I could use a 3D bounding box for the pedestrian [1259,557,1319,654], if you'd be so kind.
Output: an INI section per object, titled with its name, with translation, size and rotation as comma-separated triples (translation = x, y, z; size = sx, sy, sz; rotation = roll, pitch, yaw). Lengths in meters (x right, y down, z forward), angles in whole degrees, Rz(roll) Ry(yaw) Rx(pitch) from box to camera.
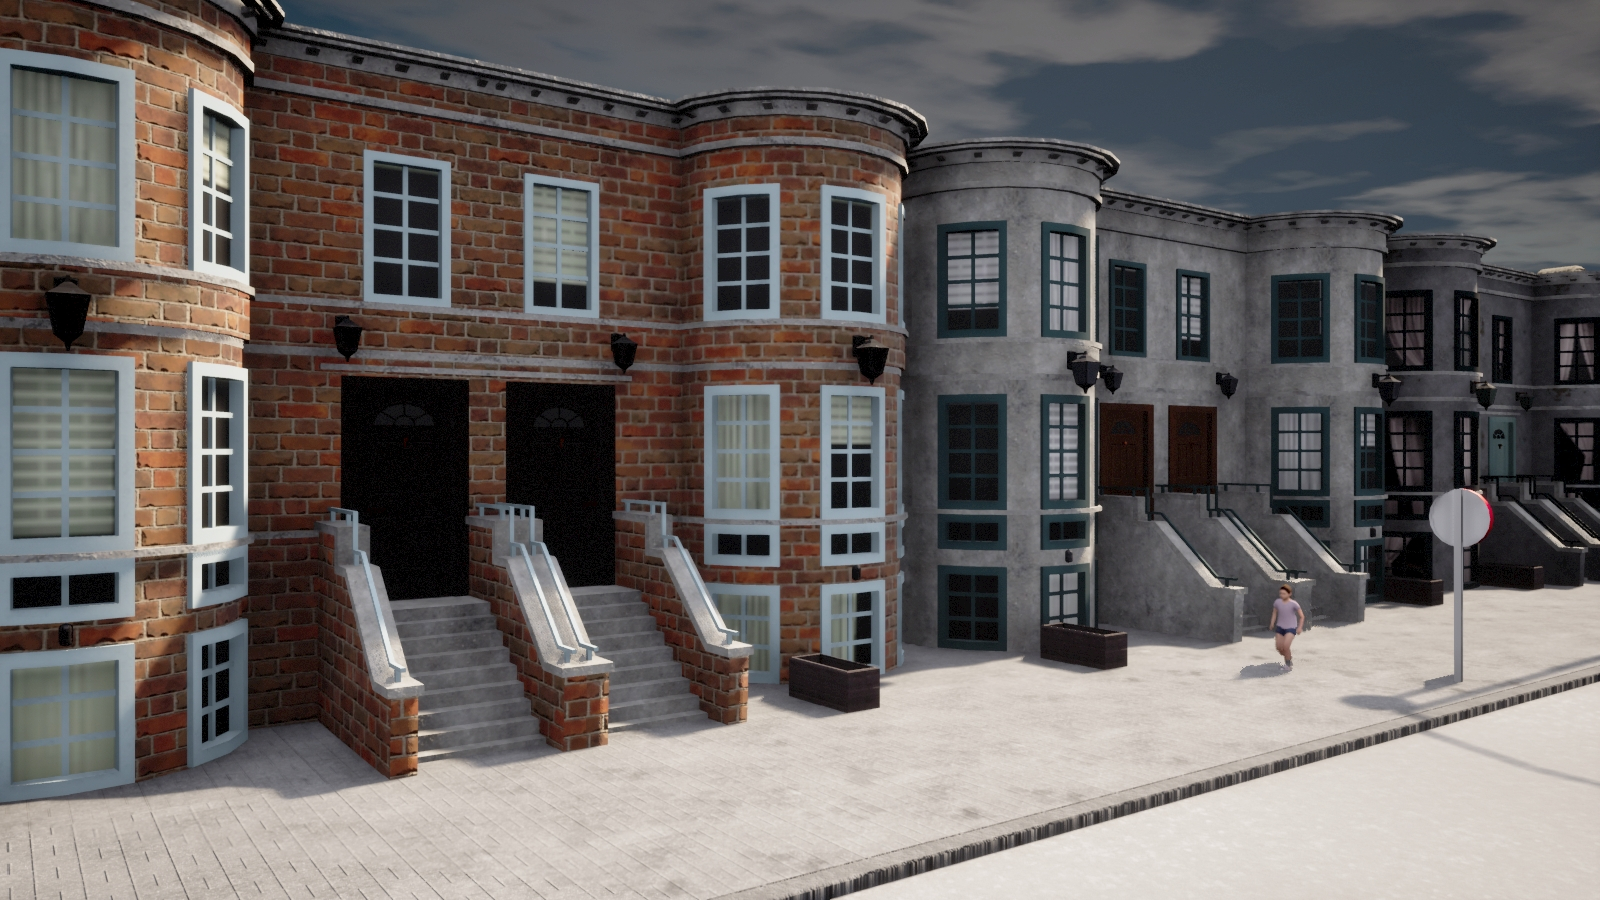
[pedestrian]
translation = 6.019, 1.904, 14.065
size = 0.500, 1.100, 0.500
rotation = 0, 0, -37
